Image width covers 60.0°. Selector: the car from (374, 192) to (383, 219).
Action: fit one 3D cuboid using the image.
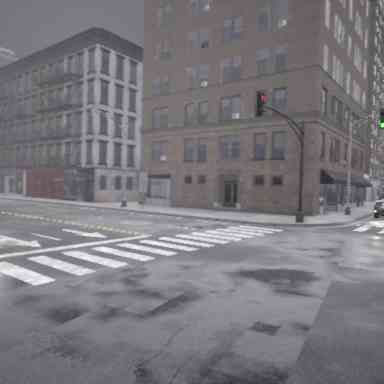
[{"bbox_3d":[15.492,0.973,25.509,2.150,2.045,5.566,2,2,36],"label":"car"}]
